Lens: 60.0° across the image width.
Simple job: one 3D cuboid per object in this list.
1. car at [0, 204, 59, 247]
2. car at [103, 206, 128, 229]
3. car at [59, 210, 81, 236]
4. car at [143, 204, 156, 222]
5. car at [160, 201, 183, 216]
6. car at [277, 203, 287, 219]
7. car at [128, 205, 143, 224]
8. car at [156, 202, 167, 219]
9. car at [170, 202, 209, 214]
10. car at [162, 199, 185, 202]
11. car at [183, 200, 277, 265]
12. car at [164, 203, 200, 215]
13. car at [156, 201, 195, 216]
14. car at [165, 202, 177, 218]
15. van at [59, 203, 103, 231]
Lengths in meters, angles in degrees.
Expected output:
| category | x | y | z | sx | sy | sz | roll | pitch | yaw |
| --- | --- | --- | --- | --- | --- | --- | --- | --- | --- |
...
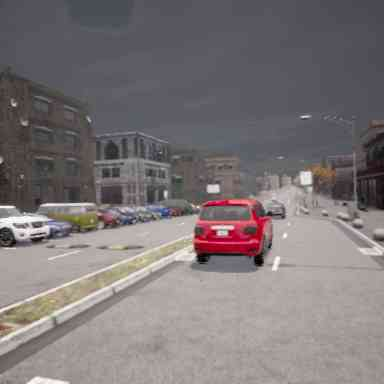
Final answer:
| category | x | y | z | sx | sy | sz | roll | pitch | yaw |
| --- | --- | --- | --- | --- | --- | --- | --- | --- | --- |
| car | -10.318 | 1.719 | 17.576 | 5.566 | 2.045 | 2.435 | -2 | -1 | 17 |
| car | -7.896 | 2.022 | 25.483 | 5.008 | 1.535 | 2.097 | -2 | -1 | 17 |
| car | -9.524 | 2.025 | 20.217 | 4.674 | 1.452 | 2.002 | -2 | -1 | 17 |
| car | -6.265 | 2.075 | 30.748 | 4.892 | 1.521 | 2.231 | -2 | -1 | 17 |
| car | -3.815 | 2.179 | 38.644 | 5.008 | 1.535 | 2.097 | -2 | -1 | 17 |
| car | 8.082 | 1.783 | 32.130 | 2.033 | 1.411 | 5.357 | -2 | -1 | 18 |
| car | -7.046 | 2.074 | 28.104 | 4.792 | 1.488 | 2.163 | -2 | -1 | 17 |
| car | -5.448 | 2.106 | 33.380 | 4.892 | 1.521 | 2.231 | -2 | -1 | 17 |
| car | -0.367 | 2.361 | 49.116 | 5.366 | 1.575 | 1.946 | -2 | -2 | 17 |
| car | -3.028 | 1.971 | 41.289 | 5.566 | 2.045 | 2.435 | -2 | -1 | 17 |
| car | 1.701 | 1.301 | 12.241 | 2.150 | 2.045 | 5.566 | -2 | -1 | 18 |
| car | -1.364 | 2.357 | 46.537 | 4.674 | 1.452 | 2.002 | -2 | -2 | 17 |
| car | -2.150 | 2.140 | 43.900 | 4.553 | 1.767 | 2.185 | -2 | -1 | 17 |
| car | -4.622 | 2.140 | 36.009 | 5.008 | 1.535 | 2.097 | -2 | -1 | 17 |
| van | -8.787 | 1.780 | 23.002 | 4.442 | 1.987 | 1.878 | -2 | -1 | 17 |
